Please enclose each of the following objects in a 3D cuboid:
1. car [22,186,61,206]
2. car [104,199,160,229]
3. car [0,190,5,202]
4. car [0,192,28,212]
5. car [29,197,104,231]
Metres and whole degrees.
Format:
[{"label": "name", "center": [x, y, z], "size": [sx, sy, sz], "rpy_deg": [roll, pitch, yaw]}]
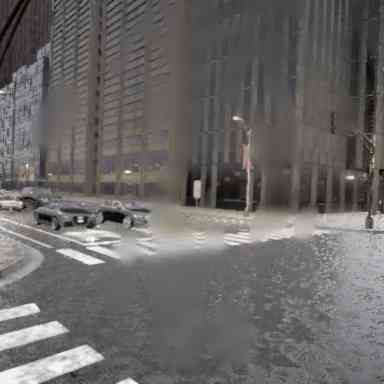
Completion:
[{"label": "car", "center": [-13.335, 0.566, 29.337], "size": [2.150, 2.045, 5.566], "rpy_deg": [2, 0, -43]}, {"label": "car", "center": [-3.814, 1.204, 19.277], "size": [2.128, 1.511, 4.902], "rpy_deg": [2, 0, -44]}, {"label": "car", "center": [-25.430, 0.404, 42.196], "size": [1.812, 1.442, 4.674], "rpy_deg": [2, 0, -43]}, {"label": "car", "center": [-15.074, 0.890, 26.424], "size": [1.895, 1.301, 4.718], "rpy_deg": [2, 0, -44]}, {"label": "car", "center": [-6.776, 1.173, 17.665], "size": [1.994, 1.385, 4.181], "rpy_deg": [2, 0, -43]}]
